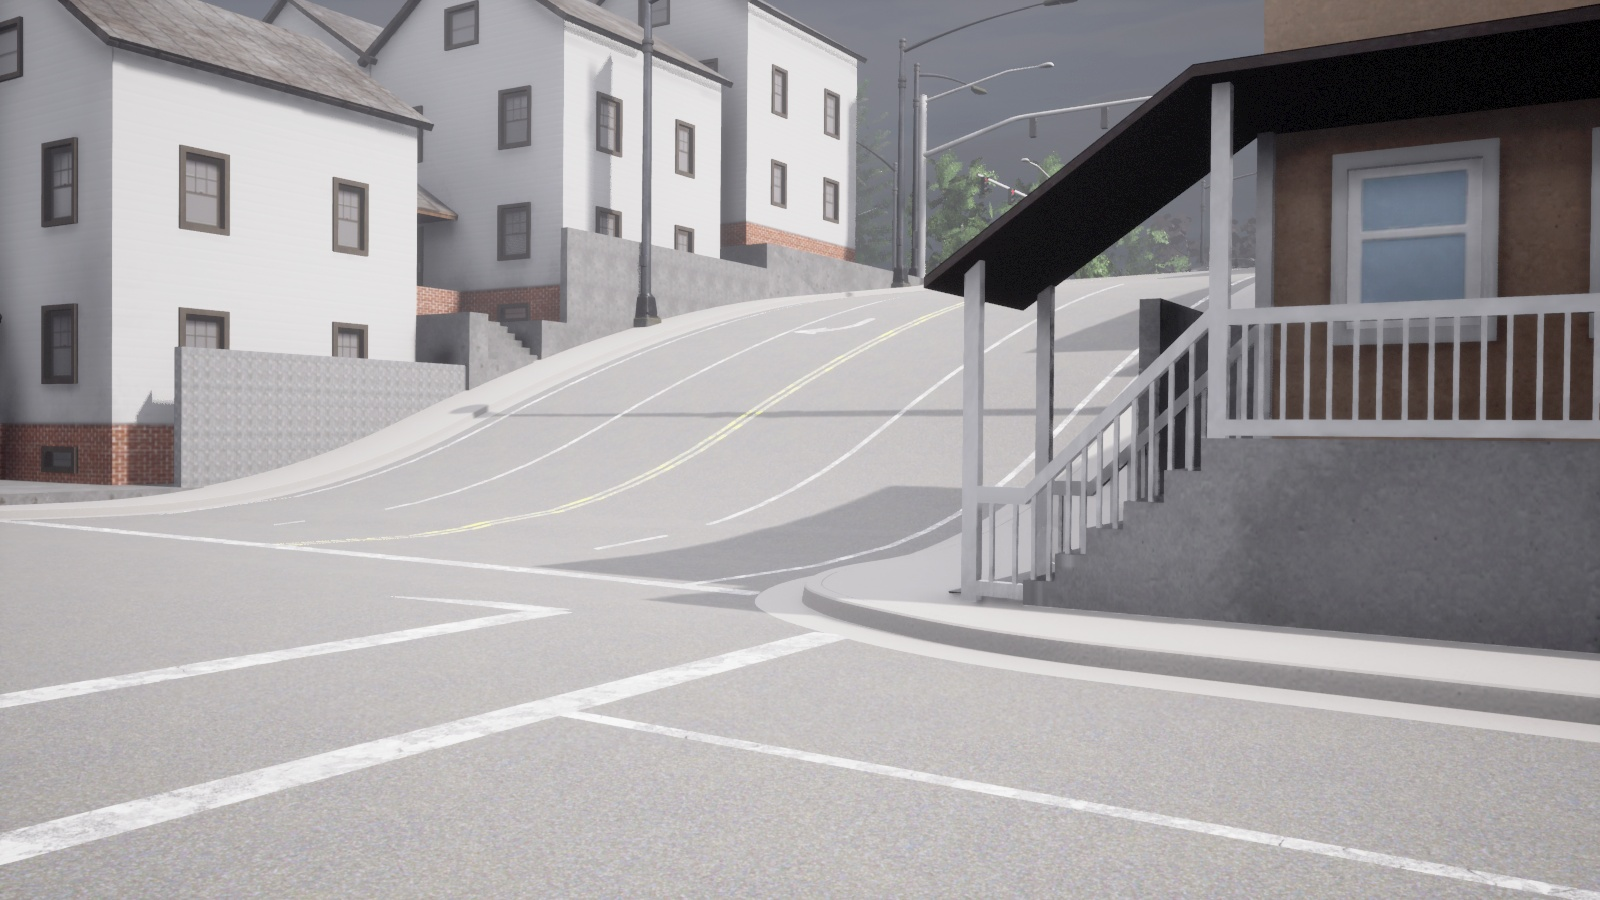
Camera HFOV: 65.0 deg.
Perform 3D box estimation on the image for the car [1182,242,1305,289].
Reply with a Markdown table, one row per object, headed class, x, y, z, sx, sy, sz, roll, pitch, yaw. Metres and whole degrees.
| class | x | y | z | sx | sy | sz | roll | pitch | yaw |
| --- | --- | --- | --- | --- | --- | --- | --- | --- | --- |
| car | 19.987 | -8.276 | 56.685 | 4.892 | 1.490 | 1.837 | 0 | 1 | 33 |
